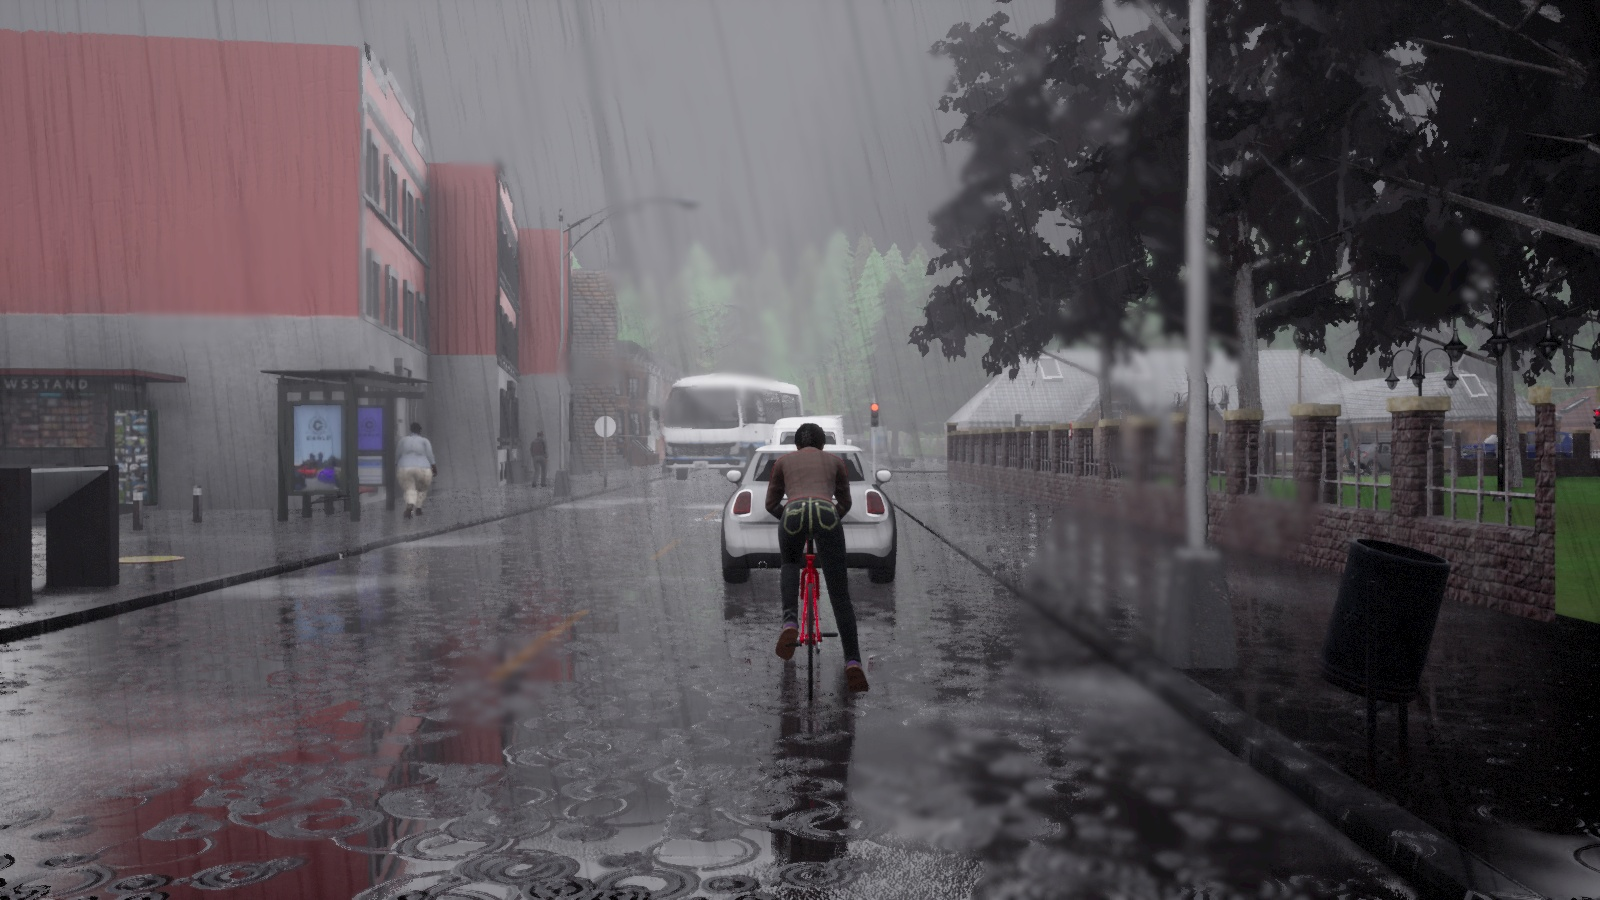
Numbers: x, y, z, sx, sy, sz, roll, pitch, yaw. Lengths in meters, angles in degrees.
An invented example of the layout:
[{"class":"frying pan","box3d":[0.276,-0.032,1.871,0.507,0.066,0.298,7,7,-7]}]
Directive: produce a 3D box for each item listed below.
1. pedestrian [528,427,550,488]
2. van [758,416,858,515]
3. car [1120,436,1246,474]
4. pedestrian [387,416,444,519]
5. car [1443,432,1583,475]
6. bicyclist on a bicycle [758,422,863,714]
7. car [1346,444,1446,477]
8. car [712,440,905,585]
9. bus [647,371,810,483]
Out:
[{"class":"pedestrian","box3d":[-8.107,0.229,39.077,0.376,1.854,0.720,0,0,17]},{"class":"van","box3d":[0.184,0.311,28.196,2.069,2.038,4.480,0,0,1]},{"class":"car","box3d":[17.275,0.218,56.805,5.027,1.651,2.152,0,0,-1]},{"class":"pedestrian","box3d":[-7.063,0.319,23.098,0.874,1.855,0.900,0,0,-8]},{"class":"car","box3d":[34.464,0.150,60.803,5.566,2.045,2.150,0,0,0]},{"class":"bicyclist on a bicycle","box3d":[0.062,0.655,7.794,0.582,1.620,1.656,0,0,0]},{"class":"car","box3d":[26.893,0.461,56.757,3.633,1.501,1.845,0,0,-1]},{"class":"car","box3d":[0.104,0.629,14.715,1.970,1.475,3.806,0,0,0]},{"class":"bus","box3d":[-2.737,-0.932,53.101,3.944,4.253,10.273,0,0,15]}]
